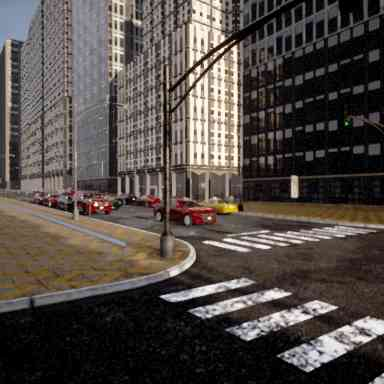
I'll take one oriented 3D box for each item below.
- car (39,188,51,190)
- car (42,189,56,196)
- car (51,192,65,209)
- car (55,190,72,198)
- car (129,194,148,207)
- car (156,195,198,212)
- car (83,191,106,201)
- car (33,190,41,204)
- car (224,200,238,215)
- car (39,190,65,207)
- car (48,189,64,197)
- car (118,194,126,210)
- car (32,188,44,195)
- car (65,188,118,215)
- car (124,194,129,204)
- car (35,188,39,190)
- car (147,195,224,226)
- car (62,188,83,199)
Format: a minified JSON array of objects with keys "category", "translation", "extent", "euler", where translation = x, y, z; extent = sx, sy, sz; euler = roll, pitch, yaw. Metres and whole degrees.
[{"category":"car","translation":[-20.111,0.563,47.938],"extent":[2.128,1.511,4.902],"euler":[0,1,-36]},{"category":"car","translation":[-31.356,0.096,73.058],"extent":[1.887,1.381,4.507],"euler":[1,0,-36]},{"category":"car","translation":[-11.633,0.983,31.789],"extent":[1.947,1.339,4.313],"euler":[1,0,-36]},{"category":"car","translation":[-24.833,0.281,64.114],"extent":[1.752,1.417,4.829],"euler":[1,0,-36]},{"category":"car","translation":[-4.867,0.968,36.733],"extent":[1.802,1.307,4.206],"euler":[1,0,-36]},{"category":"car","translation":[-1.556,1.057,32.193],"extent":[1.947,1.339,4.313],"euler":[1,0,-36]},{"category":"car","translation":[-14.800,0.637,50.356],"extent":[1.947,1.339,4.313],"euler":[1,0,-36]},{"category":"car","translation":[-18.255,0.789,40.869],"extent":[1.802,1.307,4.206],"euler":[1,0,-36]},{"category":"car","translation":[1.724,1.118,27.844],"extent":[1.752,1.417,4.829],"euler":[1,0,-36]},{"category":"car","translation":[-14.943,0.857,36.328],"extent":[1.887,1.381,4.507],"euler":[1,0,-36]},{"category":"car","translation":[-28.045,0.205,68.517],"extent":[2.008,1.369,4.403],"euler":[1,0,-36]},{"category":"car","translation":[-8.425,1.044,31.767],"extent":[1.895,1.301,4.718],"euler":[0,1,-36]},{"category":"car","translation":[-37.975,-0.216,82.139],"extent":[1.967,1.590,4.097],"euler":[1,0,-36]},{"category":"car","translation":[-8.316,0.837,27.247],"extent":[2.192,1.841,5.009],"euler":[1,0,-36]},{"category":"car","translation":[-8.179,0.847,41.274],"extent":[1.947,1.339,4.313],"euler":[1,0,-36]},{"category":"car","translation":[-34.665,-0.113,77.599],"extent":[1.967,1.590,4.097],"euler":[1,0,-36]},{"category":"car","translation":[-0.540,1.171,20.942],"extent":[1.882,1.535,5.008],"euler":[0,1,-38]},{"category":"car","translation":[-21.417,0.178,59.434],"extent":[2.192,1.841,5.009],"euler":[1,0,-36]}]
